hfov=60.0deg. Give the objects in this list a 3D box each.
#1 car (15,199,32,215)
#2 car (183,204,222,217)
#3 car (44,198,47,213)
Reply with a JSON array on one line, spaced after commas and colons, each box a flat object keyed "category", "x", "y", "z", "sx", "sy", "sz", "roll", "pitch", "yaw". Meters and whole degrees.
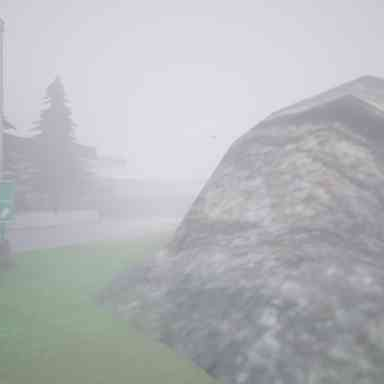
[{"category": "car", "x": -16.487, "y": 1.603, "z": 29.413, "sx": 1.905, "sy": 1.878, "sz": 3.866, "roll": 0, "pitch": 0, "yaw": 36}, {"category": "car", "x": 1.121, "y": 1.889, "z": 34.755, "sx": 1.895, "sy": 1.301, "sz": 4.718, "roll": 0, "pitch": 0, "yaw": 37}, {"category": "car", "x": -18.509, "y": 1.791, "z": 36.253, "sx": 2.242, "sy": 1.667, "sz": 4.611, "roll": 0, "pitch": 0, "yaw": 36}]
